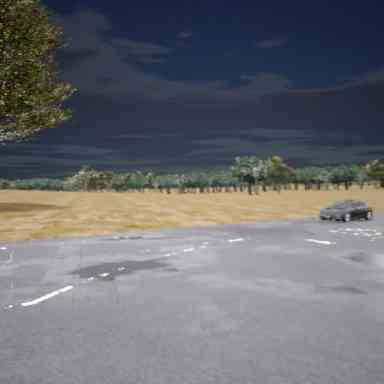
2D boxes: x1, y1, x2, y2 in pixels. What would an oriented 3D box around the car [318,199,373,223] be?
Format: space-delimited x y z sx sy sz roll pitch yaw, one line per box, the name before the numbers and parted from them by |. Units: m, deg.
car | 10.704 1.313 23.047 4.892 1.490 1.837 -2 2 -36
